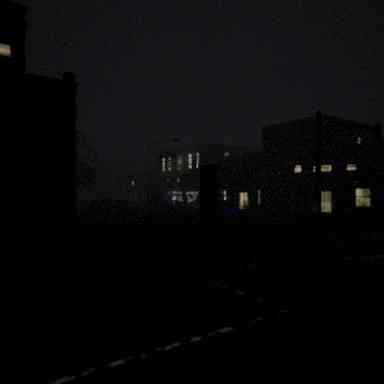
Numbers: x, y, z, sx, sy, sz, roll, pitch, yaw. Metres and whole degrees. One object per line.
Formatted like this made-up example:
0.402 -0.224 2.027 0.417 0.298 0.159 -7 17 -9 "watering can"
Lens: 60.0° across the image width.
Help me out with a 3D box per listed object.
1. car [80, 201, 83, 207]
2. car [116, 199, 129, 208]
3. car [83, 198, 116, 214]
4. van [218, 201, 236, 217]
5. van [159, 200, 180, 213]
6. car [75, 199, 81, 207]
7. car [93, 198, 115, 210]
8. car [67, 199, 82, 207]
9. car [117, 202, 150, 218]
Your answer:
-23.322 2.809 75.773 1.802 1.307 4.206 -1 0 -36 "car"
-13.313 2.301 62.064 2.192 1.841 5.009 -1 0 -36 "car"
-13.402 2.146 48.035 2.192 1.841 5.009 -1 0 -36 "car"
3.379 1.927 39.213 1.690 1.788 3.998 -1 0 -36 "van"
-3.297 2.087 48.352 1.690 1.788 3.998 -1 0 -36 "van"
-26.762 2.836 80.480 1.752 1.417 4.829 -1 0 -36 "car"
-16.390 2.233 61.901 2.150 2.045 5.566 0 -1 -36 "car"
-30.004 2.704 84.913 2.192 1.841 5.009 -1 0 -36 "car"
-6.621 2.194 38.757 1.752 1.417 4.829 -1 0 -36 "car"
